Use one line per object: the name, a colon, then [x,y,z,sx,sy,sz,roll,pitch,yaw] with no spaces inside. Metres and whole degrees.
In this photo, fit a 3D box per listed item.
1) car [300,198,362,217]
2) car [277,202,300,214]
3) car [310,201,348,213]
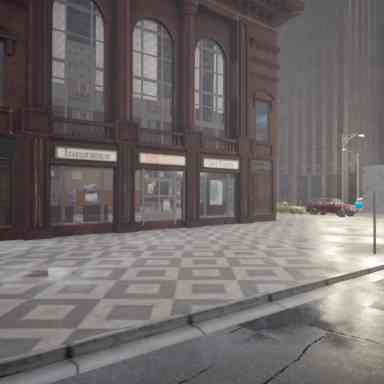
car: [13.953,1.523,33.598,2.192,1.841,5.009,0,0,-35]
car: [10.809,1.800,38.052,1.752,1.417,4.829,0,0,-35]
car: [17.670,1.899,43.116,1.802,1.307,4.206,-1,0,-35]
